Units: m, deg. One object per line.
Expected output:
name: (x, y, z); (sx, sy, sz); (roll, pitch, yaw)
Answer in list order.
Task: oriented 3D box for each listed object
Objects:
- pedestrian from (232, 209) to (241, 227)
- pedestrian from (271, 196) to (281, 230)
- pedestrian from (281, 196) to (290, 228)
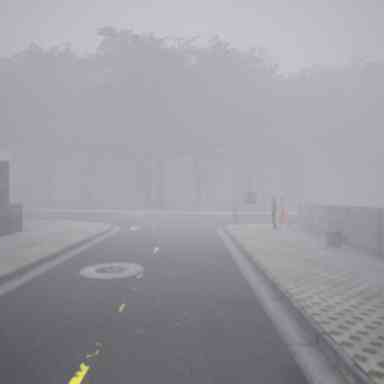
pedestrian: (2.545, 1.481, 19.481); (0.500, 1.100, 0.500); (-1, 2, 0)
pedestrian: (4.496, 1.100, 18.270); (0.375, 1.860, 0.375); (-1, 2, 0)
pedestrian: (5.164, 1.099, 18.870); (0.375, 1.860, 0.375); (-1, 2, 0)
